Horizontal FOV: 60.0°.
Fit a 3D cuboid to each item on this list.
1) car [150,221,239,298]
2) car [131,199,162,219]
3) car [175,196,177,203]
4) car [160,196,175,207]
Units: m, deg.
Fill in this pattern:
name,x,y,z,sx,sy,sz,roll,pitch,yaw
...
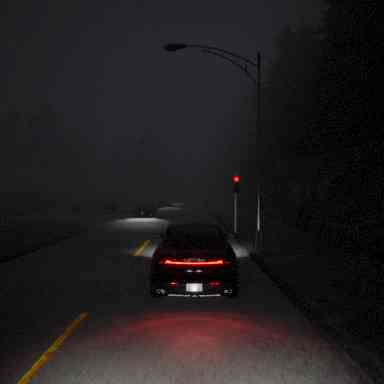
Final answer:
name,x,y,z,sx,sy,sz,roll,pitch,yaw
car,0.061,1.505,8.523,1.837,1.490,4.892,0,0,0
car,-4.092,1.564,29.485,1.994,1.385,4.181,0,0,0
car,-4.008,1.477,66.949,1.882,1.535,5.008,0,0,1
car,-4.081,1.478,51.249,1.882,1.535,5.008,0,0,0
